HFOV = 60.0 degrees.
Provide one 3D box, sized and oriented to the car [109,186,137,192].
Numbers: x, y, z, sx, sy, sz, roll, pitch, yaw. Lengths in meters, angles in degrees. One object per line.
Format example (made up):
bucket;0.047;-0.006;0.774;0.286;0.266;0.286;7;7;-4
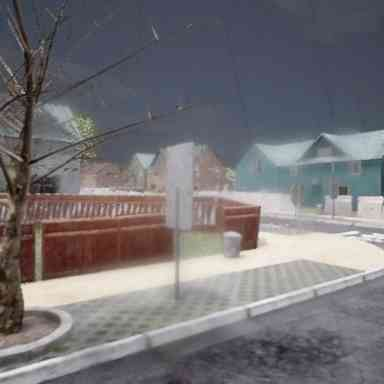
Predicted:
car;-7.472;0.420;36.496;2.150;2.045;5.566;1;1;-35

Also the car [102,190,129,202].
car;-10.618;0.507;45.874;1.882;1.535;5.008;1;1;-35

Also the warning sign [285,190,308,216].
warning sign;7.679;0.795;24.436;1.300;1.860;1.060;-1;0;-35
